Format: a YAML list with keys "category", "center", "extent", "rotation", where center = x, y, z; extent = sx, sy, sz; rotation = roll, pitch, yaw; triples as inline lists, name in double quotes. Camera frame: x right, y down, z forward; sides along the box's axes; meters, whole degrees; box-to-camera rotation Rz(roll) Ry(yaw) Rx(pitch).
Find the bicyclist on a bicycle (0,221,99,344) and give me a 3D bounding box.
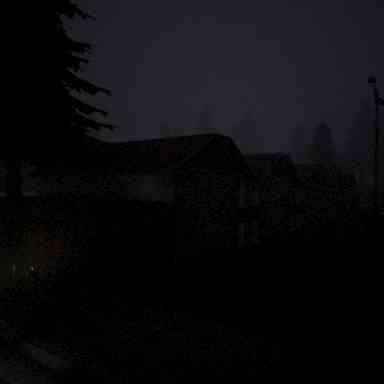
- category: "bicyclist on a bicycle"
  center: [-2.033, 1.243, 4.889]
  extent: [0.582, 1.620, 1.656]
  rotation: [1, 1, 35]
